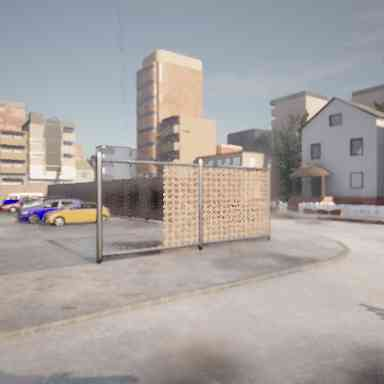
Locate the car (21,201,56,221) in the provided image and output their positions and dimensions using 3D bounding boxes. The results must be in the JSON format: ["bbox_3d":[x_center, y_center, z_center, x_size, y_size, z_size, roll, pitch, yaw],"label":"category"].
[{"bbox_3d":[-11.696,1.434,25.310,2.207,1.379,1.481,0,0,-36],"label":"car"}]

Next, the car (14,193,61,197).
[{"bbox_3d":[-12.251,1.222,27.571,3.866,1.878,1.905,0,0,-36],"label":"car"}]

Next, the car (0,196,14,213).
[{"bbox_3d":[-17.527,1.452,35.841,5.357,1.415,2.033,0,0,-36],"label":"car"}]

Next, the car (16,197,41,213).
[{"bbox_3d":[-17.525,1.381,35.564,1.789,1.547,3.705,0,0,-36],"label":"car"}]

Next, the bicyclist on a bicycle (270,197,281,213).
[{"bbox_3d":[8.088,1.263,32.217,1.656,1.620,0.582,-1,0,-36],"label":"bicyclist on a bicycle"}]

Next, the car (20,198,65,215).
[{"bbox_3d":[-14.471,1.389,32.274,3.633,1.501,1.845,0,0,-36],"label":"car"}]

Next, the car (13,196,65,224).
[{"bbox_3d":[-9.961,1.328,23.933,4.611,1.667,2.242,0,0,-36],"label":"car"}]

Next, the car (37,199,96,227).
[{"bbox_3d":[-7.518,1.394,21.781,4.193,1.474,1.816,0,0,-36],"label":"car"}]
